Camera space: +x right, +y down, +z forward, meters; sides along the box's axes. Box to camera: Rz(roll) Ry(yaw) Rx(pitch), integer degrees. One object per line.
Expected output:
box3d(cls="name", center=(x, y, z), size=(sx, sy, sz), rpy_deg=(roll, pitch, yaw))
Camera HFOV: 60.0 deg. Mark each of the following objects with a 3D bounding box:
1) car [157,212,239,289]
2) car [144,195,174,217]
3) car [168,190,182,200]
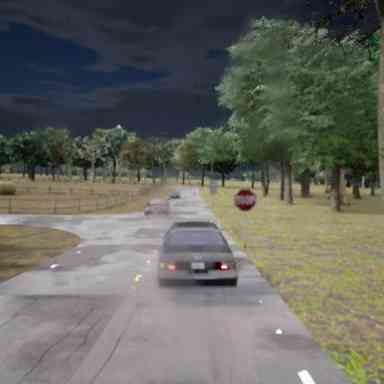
box3d(cls="car", center=(0.053, 1.525, 9.229), size=(2.033, 1.411, 5.357), rpy_deg=(0, 0, -2))
box3d(cls="car", center=(-2.773, 1.249, 27.580), size=(1.812, 1.442, 4.674), rpy_deg=(0, 1, 0))
box3d(cls="car", center=(-2.802, 0.480, 54.752), size=(1.837, 1.490, 4.892), rpy_deg=(0, 2, 0))
